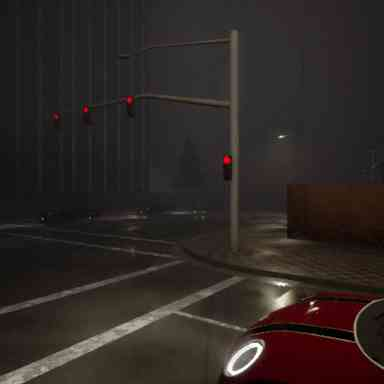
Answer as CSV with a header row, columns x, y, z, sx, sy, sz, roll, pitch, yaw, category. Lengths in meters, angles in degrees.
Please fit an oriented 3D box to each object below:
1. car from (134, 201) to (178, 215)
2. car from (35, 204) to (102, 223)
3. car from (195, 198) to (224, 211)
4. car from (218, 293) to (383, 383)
x,y,z,sx,sy,sz,roll,pitch,yaw,category
-3.586,1.609,33.644,1.895,1.301,4.718,0,0,35,car
-9.366,1.609,25.488,1.895,1.301,4.718,0,0,35,car
2.259,1.500,41.854,2.128,1.511,4.902,0,0,36,car
2.402,1.352,2.244,4.553,1.767,2.097,0,0,36,car
